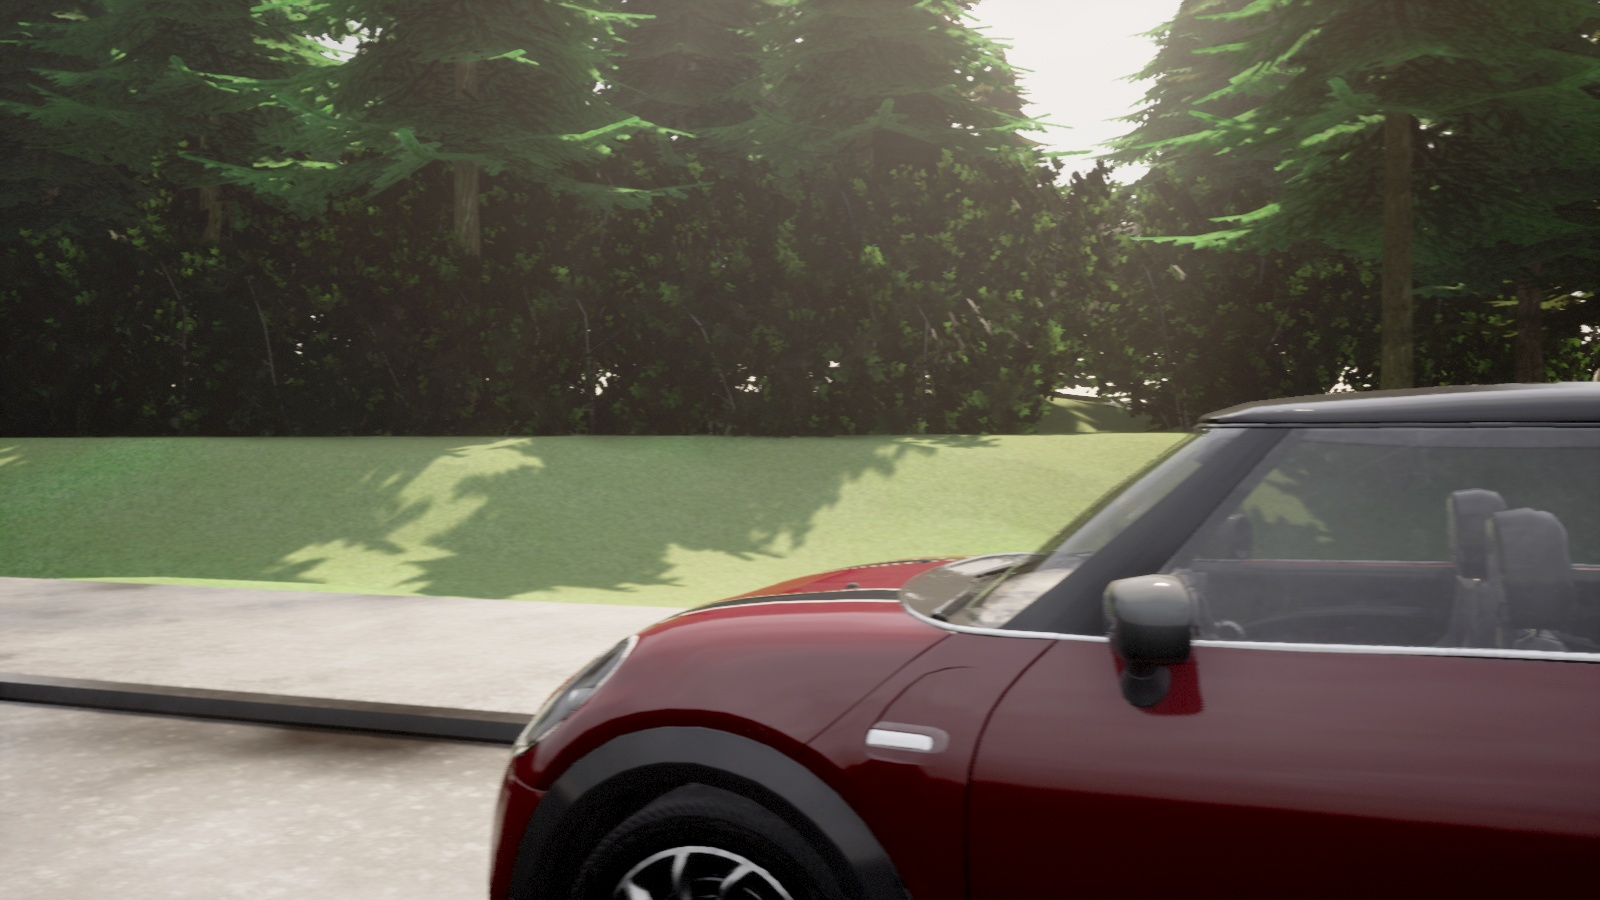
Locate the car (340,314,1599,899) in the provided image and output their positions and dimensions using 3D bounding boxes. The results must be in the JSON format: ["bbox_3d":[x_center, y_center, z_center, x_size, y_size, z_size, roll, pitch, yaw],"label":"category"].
[{"bbox_3d":[1.353,0.638,3.237,4.553,1.767,2.097,1,1,23],"label":"car"}]
